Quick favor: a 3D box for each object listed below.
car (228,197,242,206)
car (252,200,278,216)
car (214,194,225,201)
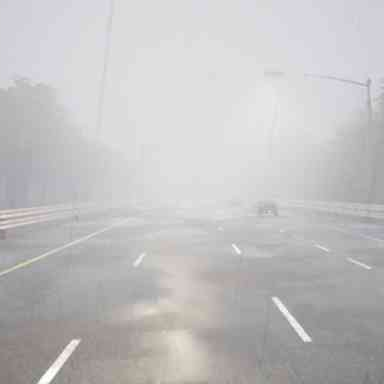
[{"bbox_3d":[7.156,1.592,55.195,2.033,1.411,5.357,0,0,0],"label":"car"},{"bbox_3d":[7.052,1.528,32.465,1.837,1.490,4.892,0,0,0],"label":"car"},{"bbox_3d":[7.382,1.417,85.301,2.097,1.767,4.553,0,0,1],"label":"car"}]
